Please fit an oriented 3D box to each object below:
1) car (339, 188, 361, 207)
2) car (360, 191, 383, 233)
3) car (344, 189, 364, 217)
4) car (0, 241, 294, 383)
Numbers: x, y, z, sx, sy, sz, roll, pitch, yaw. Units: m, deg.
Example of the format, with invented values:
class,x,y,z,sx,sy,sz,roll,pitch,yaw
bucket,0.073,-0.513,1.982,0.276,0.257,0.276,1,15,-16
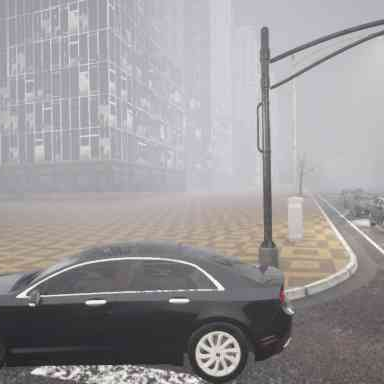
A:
class,x,y,z,sx,sy,sz,roll,pitch,yaw
car,13.025,0.454,26.784,2.128,1.511,4.902,-1,2,18
car,8.995,0.928,14.422,2.128,1.511,4.902,-1,2,18
car,11.037,0.759,20.718,1.994,1.385,4.181,-1,2,17
car,-1.085,1.505,4.775,4.892,1.490,1.837,0,0,0
